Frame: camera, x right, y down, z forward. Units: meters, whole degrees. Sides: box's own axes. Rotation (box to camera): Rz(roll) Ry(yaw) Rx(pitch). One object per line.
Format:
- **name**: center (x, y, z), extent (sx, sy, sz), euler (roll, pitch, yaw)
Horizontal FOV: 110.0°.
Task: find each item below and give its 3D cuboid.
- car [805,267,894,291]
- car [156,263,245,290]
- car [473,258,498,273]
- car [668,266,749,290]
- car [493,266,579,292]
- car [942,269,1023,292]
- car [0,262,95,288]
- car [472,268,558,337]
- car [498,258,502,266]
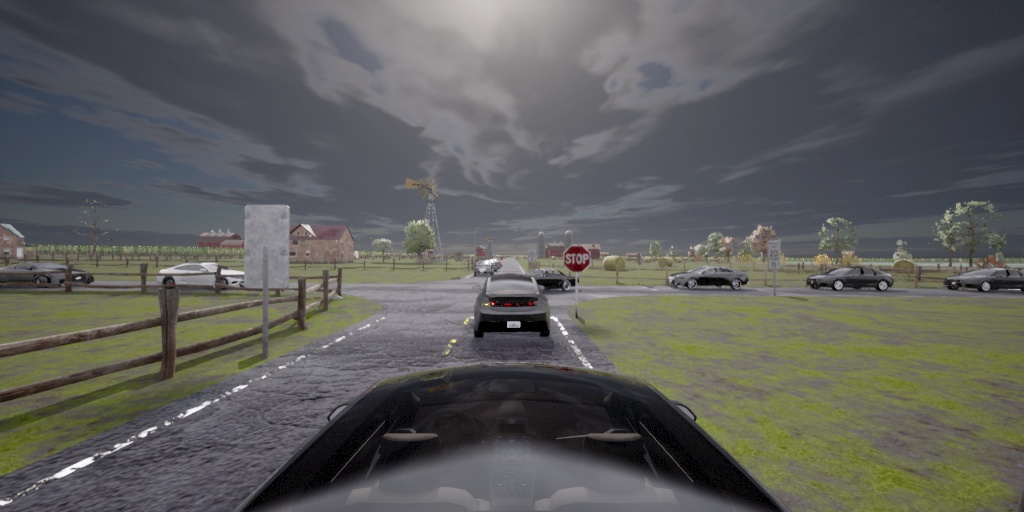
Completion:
- **car**: center (22.212, 1.495, 23.692), extent (4.892, 1.490, 1.837), euler (1, -1, -1)
- **car**: center (-17.233, 1.100, 20.227), extent (4.674, 1.442, 1.812), euler (1, -1, -1)
- **car**: center (-2.838, 1.236, 36.949), extent (2.128, 1.511, 4.902), euler (0, 0, 0)
- **car**: center (12.811, 1.393, 23.527), extent (4.902, 1.511, 2.128), euler (1, -1, -2)
- **car**: center (1.510, 1.366, 20.305), extent (4.718, 1.301, 1.895), euler (1, 0, -35)
- **car**: center (31.715, 1.583, 23.807), extent (4.892, 1.490, 1.837), euler (1, -1, -1)
- **car**: center (-26.353, 1.044, 20.111), extent (4.181, 1.385, 1.994), euler (1, -1, -1)
- **car**: center (-0.069, 1.255, 10.260), extent (1.837, 1.490, 4.892), euler (0, 0, -3)
- **car**: center (-2.826, 1.233, 46.394), extent (2.128, 1.511, 4.902), euler (0, 0, 0)
